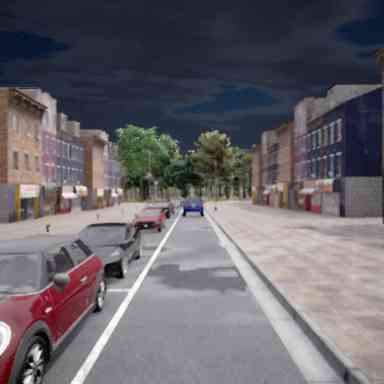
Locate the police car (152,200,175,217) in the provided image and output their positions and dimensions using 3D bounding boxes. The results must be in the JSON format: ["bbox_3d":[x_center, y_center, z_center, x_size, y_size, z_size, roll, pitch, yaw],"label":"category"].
[{"bbox_3d":[-2.972,1.669,32.155,1.930,1.638,5.238,0,0,0],"label":"police car"}]

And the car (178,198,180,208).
[{"bbox_3d":[-2.585,1.969,53.772,2.008,1.369,4.403,-1,0,0],"label":"car"}]

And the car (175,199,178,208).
[{"bbox_3d":[-2.976,1.803,39.044,1.837,1.490,4.892,0,0,0],"label":"car"}]

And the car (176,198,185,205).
[{"bbox_3d":[-2.560,2.167,75.510,1.947,1.339,4.313,-1,0,0],"label":"car"}]

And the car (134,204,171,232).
[{"bbox_3d":[-2.622,1.703,21.164,1.887,1.381,4.507,-1,0,0],"label":"car"}]

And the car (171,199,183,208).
[{"bbox_3d":[-2.579,2.029,59.206,1.947,1.339,4.313,-1,0,0],"label":"car"}]

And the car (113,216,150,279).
[{"bbox_3d":[-2.634,1.641,10.295,1.947,1.339,4.313,-1,0,0],"label":"car"}]

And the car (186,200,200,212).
[{"bbox_3d":[0.153,1.864,46.530,1.837,1.490,4.892,0,0,0],"label":"car"}]

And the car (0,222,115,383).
[{"bbox_3d":[-2.642,1.476,4.861,1.967,1.590,4.097,-1,0,0],"label":"car"}]

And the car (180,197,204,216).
[{"bbox_3d":[0.140,1.495,35.657,2.150,2.045,5.566,0,0,0],"label":"car"}]

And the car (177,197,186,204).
[{"bbox_3d":[-2.555,2.087,80.946,1.967,1.590,4.097,-1,0,0],"label":"car"}]

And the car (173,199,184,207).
[{"bbox_3d":[-2.572,2.091,64.641,1.802,1.307,4.206,-1,0,0],"label":"car"}]
